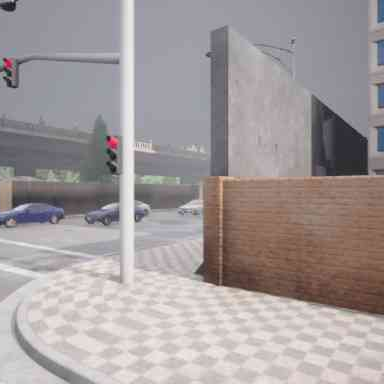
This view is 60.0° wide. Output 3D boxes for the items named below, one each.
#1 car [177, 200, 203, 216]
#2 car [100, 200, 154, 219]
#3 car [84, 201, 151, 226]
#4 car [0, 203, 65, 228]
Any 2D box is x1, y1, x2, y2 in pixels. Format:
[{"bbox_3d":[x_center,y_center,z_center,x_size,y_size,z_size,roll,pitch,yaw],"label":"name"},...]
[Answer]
[{"bbox_3d":[0.546,1.479,31.734,1.812,1.442,4.674,0,0,36],"label":"car"},{"bbox_3d":[-5.614,1.481,29.181,1.812,1.442,4.674,0,0,36],"label":"car"},{"bbox_3d":[-5.342,1.479,23.527,1.812,1.442,4.674,0,0,35],"label":"car"},{"bbox_3d":[-10.763,1.481,22.056,1.812,1.442,4.674,0,0,37],"label":"car"}]
